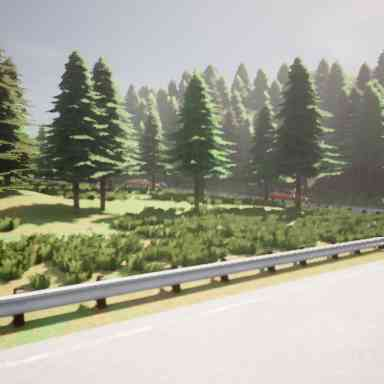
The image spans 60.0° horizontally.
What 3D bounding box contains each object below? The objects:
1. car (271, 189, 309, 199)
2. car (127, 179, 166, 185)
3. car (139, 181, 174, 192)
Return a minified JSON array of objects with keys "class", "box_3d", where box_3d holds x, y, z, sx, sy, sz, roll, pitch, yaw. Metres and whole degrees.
[{"class":"car","box_3d":[11.478,0.560,38.966,2.097,1.767,4.553,-1,5,-43]},{"class":"car","box_3d":[-6.713,-1.030,46.710,5.008,1.535,1.882,4,1,11]},{"class":"car","box_3d":[-5.287,-0.852,49.945,4.718,1.301,1.895,5,1,10]}]
